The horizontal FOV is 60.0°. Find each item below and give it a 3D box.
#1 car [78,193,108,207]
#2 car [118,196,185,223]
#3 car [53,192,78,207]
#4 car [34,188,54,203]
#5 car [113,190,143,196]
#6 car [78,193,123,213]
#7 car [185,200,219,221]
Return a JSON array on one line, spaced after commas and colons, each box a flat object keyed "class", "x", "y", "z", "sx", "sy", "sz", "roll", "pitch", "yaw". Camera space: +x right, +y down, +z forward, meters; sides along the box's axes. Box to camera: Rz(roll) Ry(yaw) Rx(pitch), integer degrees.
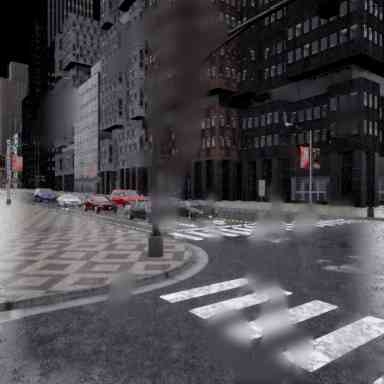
[{"class": "car", "x": -12.470, "y": 0.929, "z": 41.792, "sx": 2.128, "sy": 1.511, "sz": 4.902, "roll": 0, "pitch": 1, "yaw": -36}, {"class": "car", "x": -2.998, "y": 1.284, "z": 23.236, "sx": 2.033, "sy": 1.411, "sz": 5.357, "roll": 0, "pitch": 1, "yaw": -35}, {"class": "car", "x": -14.398, "y": 0.986, "z": 38.892, "sx": 1.812, "sy": 1.442, "sz": 4.674, "roll": 0, "pitch": 1, "yaw": -35}, {"class": "car", "x": -21.642, "y": 0.498, "z": 48.993, "sx": 2.150, "sy": 2.045, "sz": 5.566, "roll": 0, "pitch": 1, "yaw": -36}, {"class": "car", "x": -6.351, "y": 0.811, "z": 33.354, "sx": 2.150, "sy": 2.045, "sz": 5.566, "roll": 0, "pitch": 1, "yaw": -36}, {"class": "car", "x": -8.599, "y": 1.080, "z": 30.918, "sx": 1.882, "sy": 1.535, "sz": 5.008, "roll": 0, "pitch": 1, "yaw": -36}, {"class": "car", "x": -0.393, "y": 1.280, "z": 25.095, "sx": 2.033, "sy": 1.411, "sz": 5.357, "roll": 0, "pitch": 1, "yaw": -39}]
